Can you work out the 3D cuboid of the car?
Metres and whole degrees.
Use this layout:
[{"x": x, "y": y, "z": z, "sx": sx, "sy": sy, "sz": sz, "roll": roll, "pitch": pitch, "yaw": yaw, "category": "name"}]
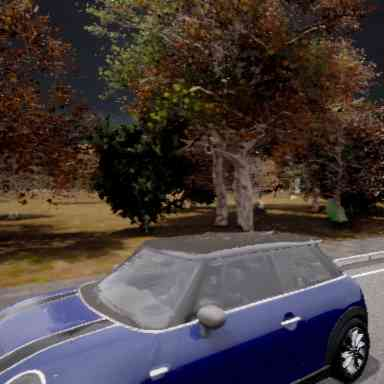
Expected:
[{"x": -0.027, "y": 1.331, "z": 3.796, "sx": 4.553, "sy": 1.767, "sz": 2.097, "roll": 0, "pitch": 0, "yaw": -34, "category": "car"}]
